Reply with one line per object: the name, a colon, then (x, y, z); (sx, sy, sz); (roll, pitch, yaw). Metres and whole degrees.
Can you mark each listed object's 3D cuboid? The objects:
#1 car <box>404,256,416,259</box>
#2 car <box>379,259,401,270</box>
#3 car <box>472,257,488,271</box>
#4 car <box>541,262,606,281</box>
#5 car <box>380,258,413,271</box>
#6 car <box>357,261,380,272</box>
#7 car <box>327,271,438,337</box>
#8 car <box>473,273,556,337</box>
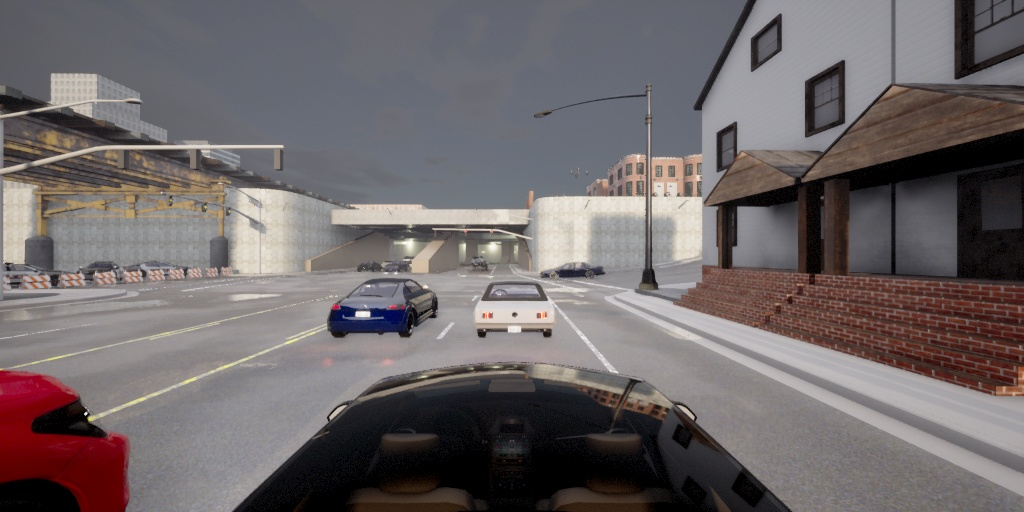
car: (-15.092, 1.241, 55.958); (2.128, 1.511, 4.902); (0, 0, -1)
car: (-18.564, 1.276, 54.839); (1.812, 1.442, 4.674); (0, 0, -1)
car: (-4.234, 1.241, 48.608); (2.128, 1.511, 4.902); (0, 0, -1)
car: (5.077, 1.254, 30.294); (5.357, 1.411, 2.033); (-2, 0, 2)
car: (-14.848, 1.297, 46.355); (2.033, 1.411, 5.357); (0, 0, -1)
car: (-18.345, 1.314, 46.267); (1.994, 1.385, 4.181); (0, 0, -1)
car: (-3.432, 1.314, 10.284); (1.994, 1.385, 4.181); (0, 0, 0)
car: (0.070, 1.351, 10.239); (1.895, 1.301, 4.718); (0, 0, 0)
